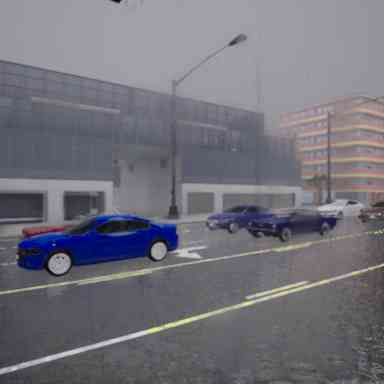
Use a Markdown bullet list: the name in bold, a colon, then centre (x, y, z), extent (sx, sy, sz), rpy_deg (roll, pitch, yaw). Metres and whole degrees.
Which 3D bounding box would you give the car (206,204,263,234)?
- **car**: centre (2.944, 1.442, 18.956), extent (4.674, 1.442, 1.812), rpy_deg (-1, 1, -35)

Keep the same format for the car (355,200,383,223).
- **car**: centre (12.980, 1.238, 21.772), extent (4.674, 1.442, 1.812), rpy_deg (-1, 1, -35)

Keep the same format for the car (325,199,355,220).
- **car**: centre (11.079, 1.243, 24.702), extent (4.674, 1.442, 1.812), rpy_deg (-1, 1, -35)

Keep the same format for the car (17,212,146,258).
- **car**: centre (-4.441, 1.620, 13.716), extent (4.718, 1.301, 1.895), rpy_deg (-1, 0, -35)

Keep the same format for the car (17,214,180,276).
- **car**: centre (-2.767, 1.492, 10.606), extent (5.008, 1.535, 1.882), rpy_deg (-1, 0, -36)

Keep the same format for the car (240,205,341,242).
- **car**: centre (4.840, 1.511, 16.010), extent (4.718, 1.301, 1.895), rpy_deg (-1, 1, -35)
